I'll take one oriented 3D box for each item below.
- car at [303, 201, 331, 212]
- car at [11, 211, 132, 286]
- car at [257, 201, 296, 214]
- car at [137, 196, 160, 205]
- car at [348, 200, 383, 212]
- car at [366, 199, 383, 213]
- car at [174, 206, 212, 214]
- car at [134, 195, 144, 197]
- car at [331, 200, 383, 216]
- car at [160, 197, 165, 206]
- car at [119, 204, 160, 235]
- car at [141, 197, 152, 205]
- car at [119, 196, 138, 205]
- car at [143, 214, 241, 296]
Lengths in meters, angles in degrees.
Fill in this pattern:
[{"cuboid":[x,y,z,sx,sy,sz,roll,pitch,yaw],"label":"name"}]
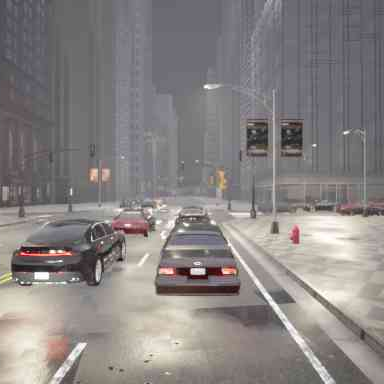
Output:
[{"cuboid":[15.212,1.660,38.789,4.313,1.339,1.947,0,0,-1],"label":"car"},{"cuboid":[-3.144,1.515,9.392,1.837,1.490,4.892,0,0,0],"label":"car"},{"cuboid":[9.144,1.649,36.204,4.181,1.385,1.994,0,-1,4],"label":"car"},{"cuboid":[-6.559,1.775,50.886,2.033,1.411,5.357,0,0,0],"label":"car"},{"cuboid":[20.852,1.641,38.873,4.313,1.339,1.947,0,0,-1],"label":"car"},{"cuboid":[21.934,1.518,36.136,5.008,1.535,1.882,0,-1,-1],"label":"car"},{"cuboid":[0.059,1.542,18.545,1.837,1.490,4.892,0,0,1],"label":"car"},{"cuboid":[-9.775,1.518,60.794,2.150,2.045,5.566,0,0,0],"label":"car"},{"cuboid":[15.336,1.576,30.266,4.206,1.307,1.802,0,0,-1],"label":"car"},{"cuboid":[-6.528,1.644,60.168,2.097,1.767,4.553,0,0,0],"label":"car"},{"cuboid":[-3.138,1.600,18.293,1.994,1.385,4.181,0,0,0],"label":"car"},{"cuboid":[-9.701,1.901,71.141,1.812,1.442,4.674,0,0,0],"label":"car"},{"cuboid":[-9.840,1.731,50.775,1.837,1.490,4.892,0,0,-2],"label":"car"},{"cuboid":[0.112,1.557,8.806,2.033,1.411,5.357,0,0,0],"label":"car"}]
